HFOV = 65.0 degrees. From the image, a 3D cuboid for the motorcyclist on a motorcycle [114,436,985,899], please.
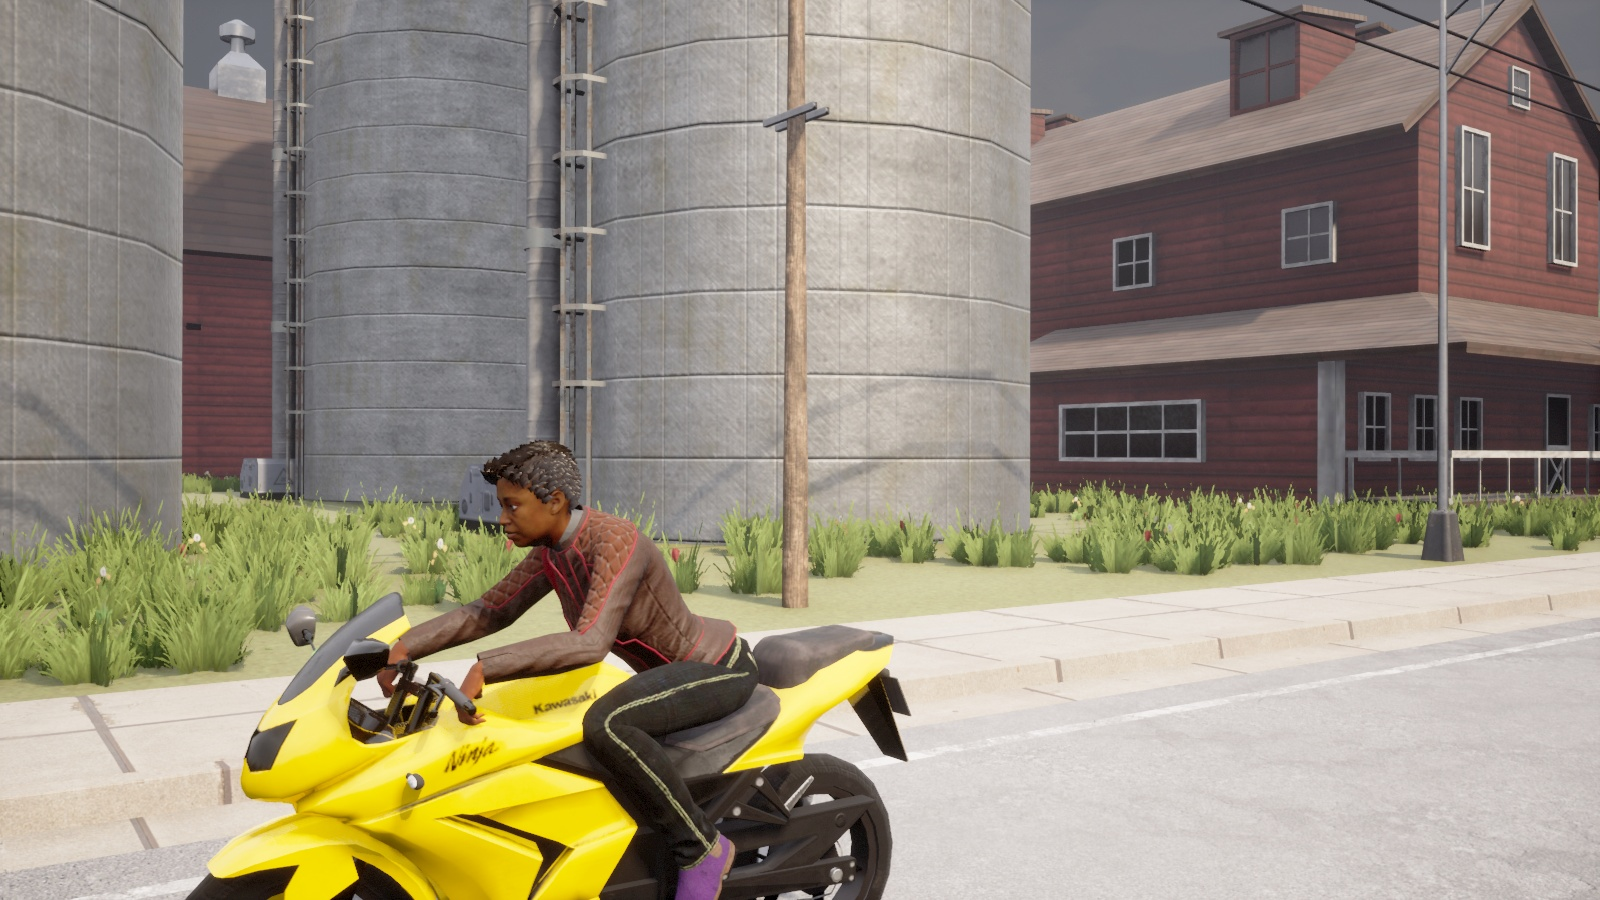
[{"bbox_3d":[-0.562,0.736,3.226,2.044,1.523,0.797,0,0,-34],"label":"motorcyclist on a motorcycle"}]
